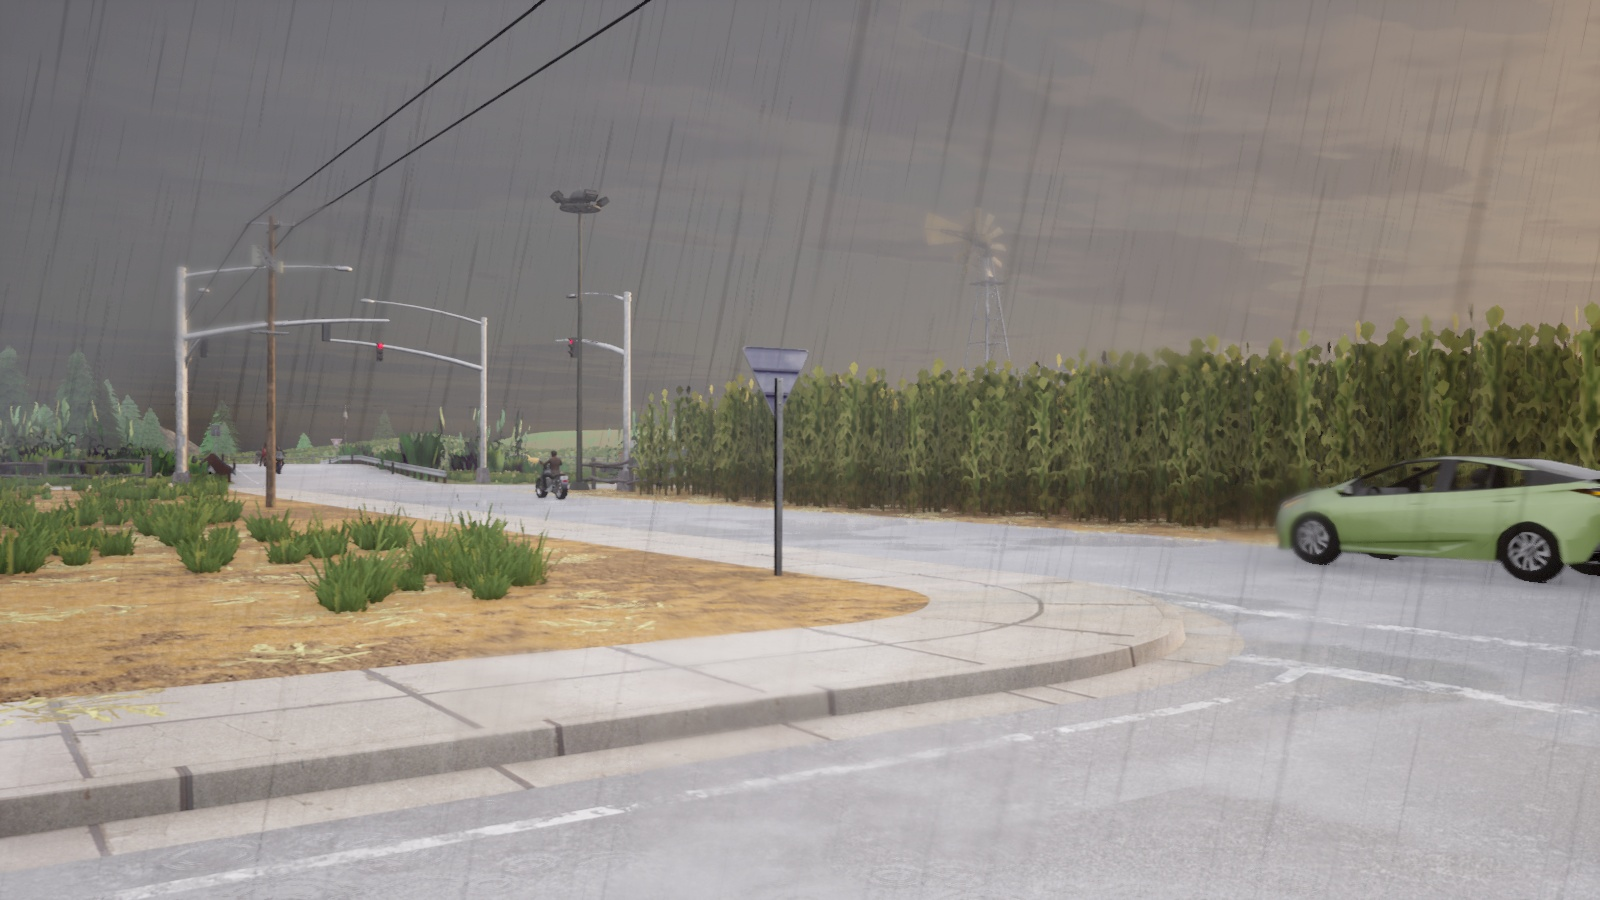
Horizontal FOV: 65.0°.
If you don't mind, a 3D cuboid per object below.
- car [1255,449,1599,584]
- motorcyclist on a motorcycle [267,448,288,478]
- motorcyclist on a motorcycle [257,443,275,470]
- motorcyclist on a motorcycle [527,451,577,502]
[{"bbox_3d":[8.579,0.754,16.601,2.007,1.525,4.514,0,0,-34],"label":"car"},{"bbox_3d":[-28.545,0.677,68.618,0.866,1.530,2.191,0,3,-28],"label":"motorcyclist on a motorcycle"},{"bbox_3d":[-31.903,0.384,75.010,0.797,1.523,2.044,0,1,-27],"label":"motorcyclist on a motorcycle"},{"bbox_3d":[-8.232,0.854,41.576,0.766,1.649,2.350,0,0,-34],"label":"motorcyclist on a motorcycle"}]
